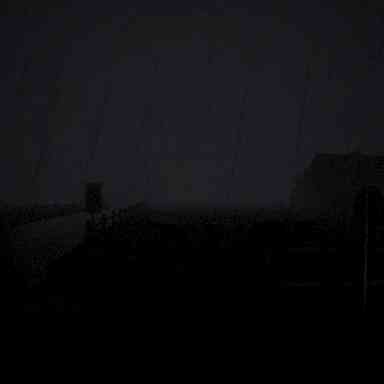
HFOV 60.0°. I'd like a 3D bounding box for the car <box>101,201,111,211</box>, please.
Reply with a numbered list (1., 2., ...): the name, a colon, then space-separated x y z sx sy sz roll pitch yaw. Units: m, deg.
1. car: -13.690 2.104 51.507 2.033 1.411 5.357 1 -1 -6
